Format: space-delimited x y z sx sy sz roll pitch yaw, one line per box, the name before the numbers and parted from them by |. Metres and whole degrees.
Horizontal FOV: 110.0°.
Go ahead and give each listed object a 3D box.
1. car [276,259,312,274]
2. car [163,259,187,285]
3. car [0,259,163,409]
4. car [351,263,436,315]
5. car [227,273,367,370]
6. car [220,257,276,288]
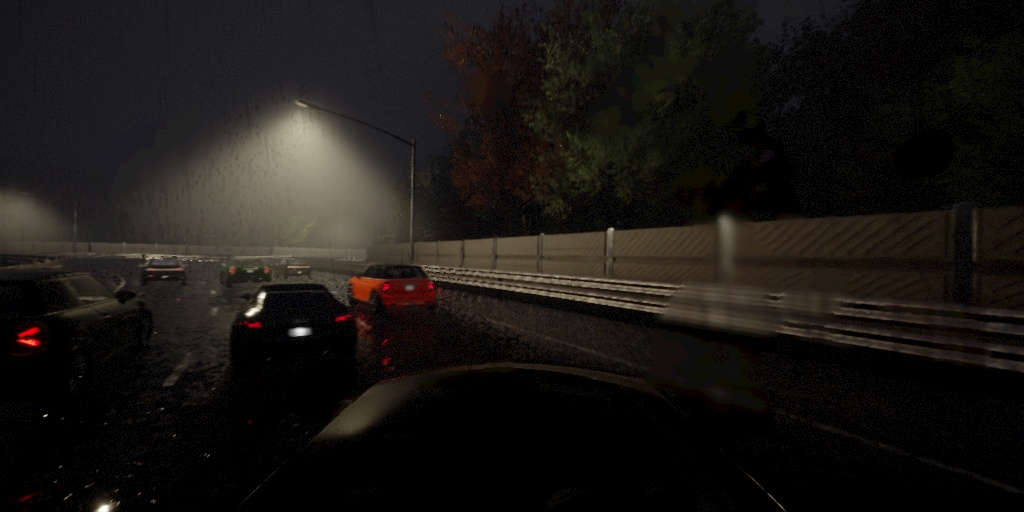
car | -17.331 0.992 28.342 2.128 1.511 4.902 1 0 -42
car | -20.662 0.909 21.284 4.902 1.511 2.128 1 0 45
car | -7.308 0.975 5.362 2.097 1.767 4.553 1 0 -34
car | -4.665 1.048 13.594 2.097 1.767 4.553 1 0 -37
car | -4.718 1.242 7.749 1.994 1.385 4.181 1 0 -34
car | -16.110 0.856 21.637 2.097 1.767 4.553 1 0 -43
